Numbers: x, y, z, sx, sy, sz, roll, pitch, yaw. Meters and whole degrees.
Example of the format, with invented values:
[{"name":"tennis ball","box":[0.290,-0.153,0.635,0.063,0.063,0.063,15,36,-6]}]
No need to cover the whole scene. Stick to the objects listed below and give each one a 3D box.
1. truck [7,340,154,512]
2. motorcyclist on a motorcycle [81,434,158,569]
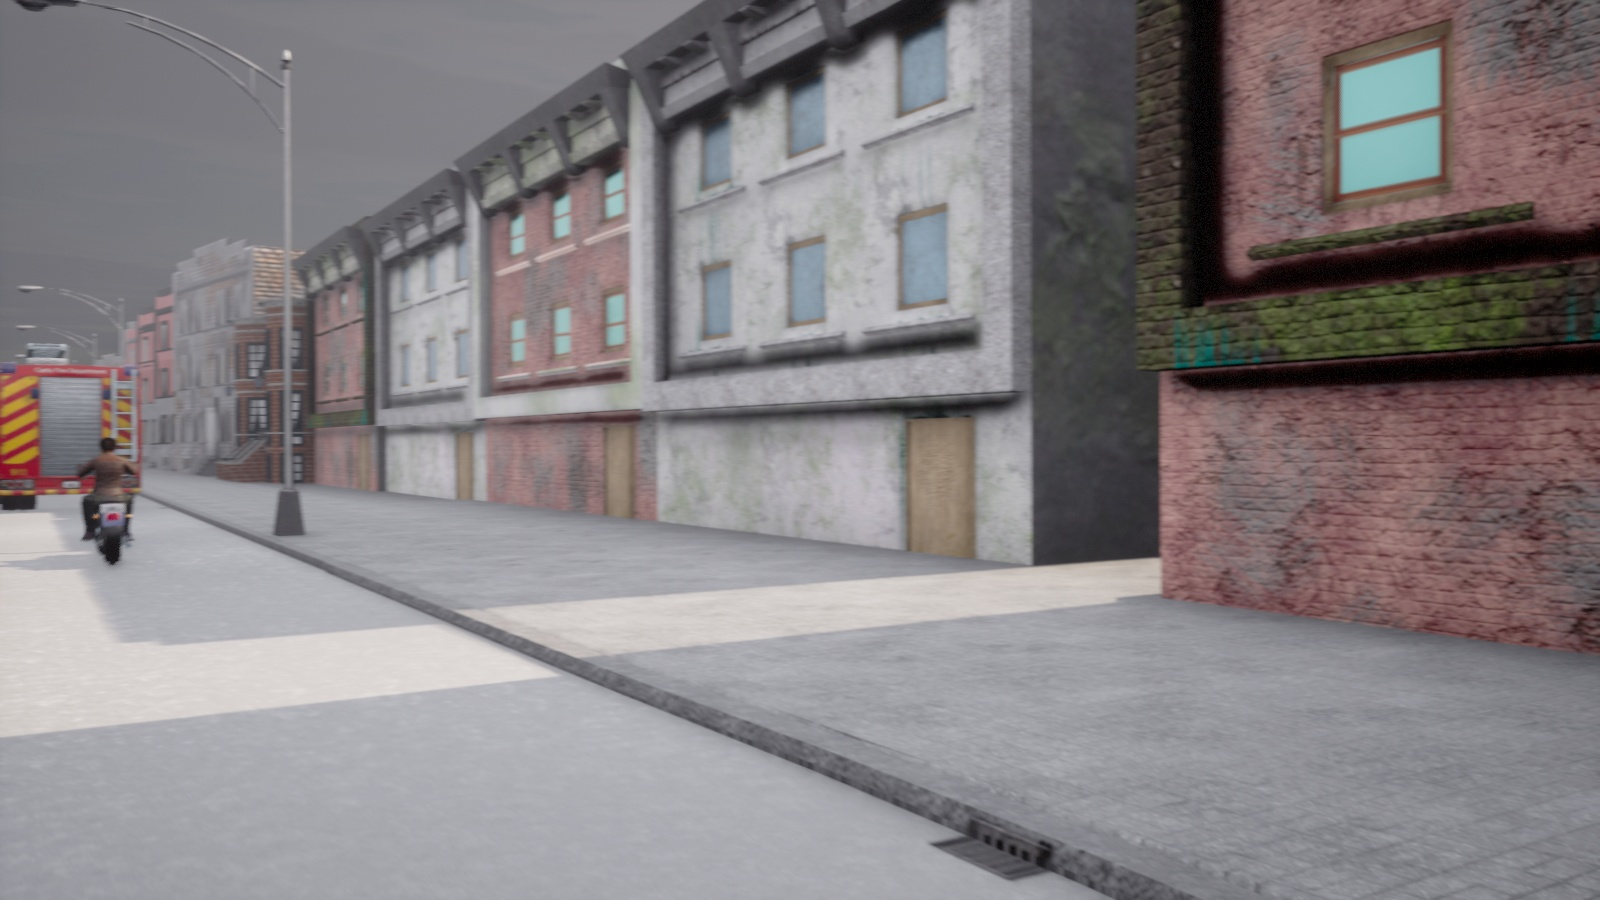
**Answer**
[{"name":"truck","box":[-18.549,-0.556,32.213,2.891,3.827,8.468,0,0,-31]},{"name":"motorcyclist on a motorcycle","box":[-8.983,0.624,16.524,0.766,1.649,2.350,0,0,-31]}]
